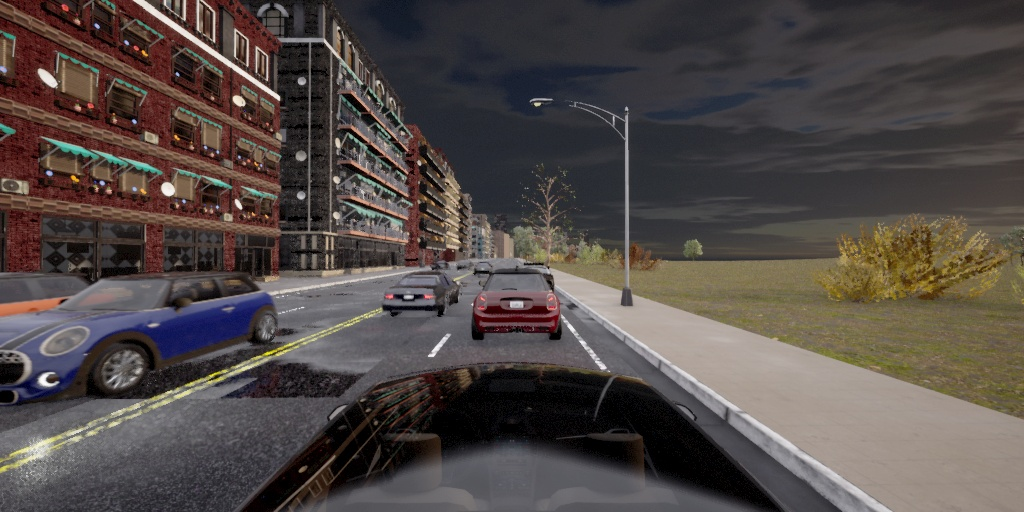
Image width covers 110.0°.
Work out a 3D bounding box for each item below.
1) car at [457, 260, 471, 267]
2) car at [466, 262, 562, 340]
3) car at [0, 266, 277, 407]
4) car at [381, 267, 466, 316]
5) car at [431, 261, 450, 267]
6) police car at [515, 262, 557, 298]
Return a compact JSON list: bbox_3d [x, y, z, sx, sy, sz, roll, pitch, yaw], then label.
[{"bbox_3d":[-6.499,1.256,49.659,1.837,1.490,4.892,0,0,0],"label":"car"},{"bbox_3d":[0.112,1.103,10.126,2.097,1.767,4.553,0,0,0],"label":"car"},{"bbox_3d":[-6.591,1.103,6.540,2.097,1.767,4.553,0,0,0],"label":"car"},{"bbox_3d":[-3.127,1.299,13.384,2.033,1.411,5.357,0,0,0],"label":"car"},{"bbox_3d":[-9.750,1.315,49.096,1.994,1.385,4.181,0,0,0],"label":"car"},{"bbox_3d":[1.173,1.178,19.622,1.930,1.638,5.238,0,0,0],"label":"police car"}]
